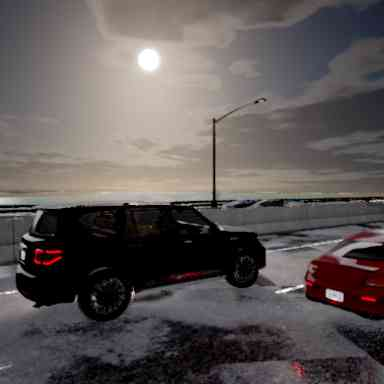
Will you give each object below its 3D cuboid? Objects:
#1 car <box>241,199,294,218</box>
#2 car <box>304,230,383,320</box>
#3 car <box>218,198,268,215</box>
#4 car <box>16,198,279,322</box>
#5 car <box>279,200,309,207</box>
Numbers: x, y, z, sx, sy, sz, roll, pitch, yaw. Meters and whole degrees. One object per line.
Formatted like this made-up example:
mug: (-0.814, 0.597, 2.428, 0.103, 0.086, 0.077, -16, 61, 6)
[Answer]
car: (6.946, 1.423, 30.310, 4.892, 1.490, 1.837, 0, 0, -35)
car: (4.187, 1.500, 6.717, 4.674, 1.442, 1.812, 0, 0, -35)
car: (5.152, 1.409, 33.324, 4.902, 1.511, 2.128, 0, 0, -35)
car: (-0.810, 1.208, 7.461, 5.566, 2.045, 2.150, 0, 0, -35)
car: (8.323, 1.485, 27.001, 4.181, 1.385, 1.994, 0, 0, -35)
